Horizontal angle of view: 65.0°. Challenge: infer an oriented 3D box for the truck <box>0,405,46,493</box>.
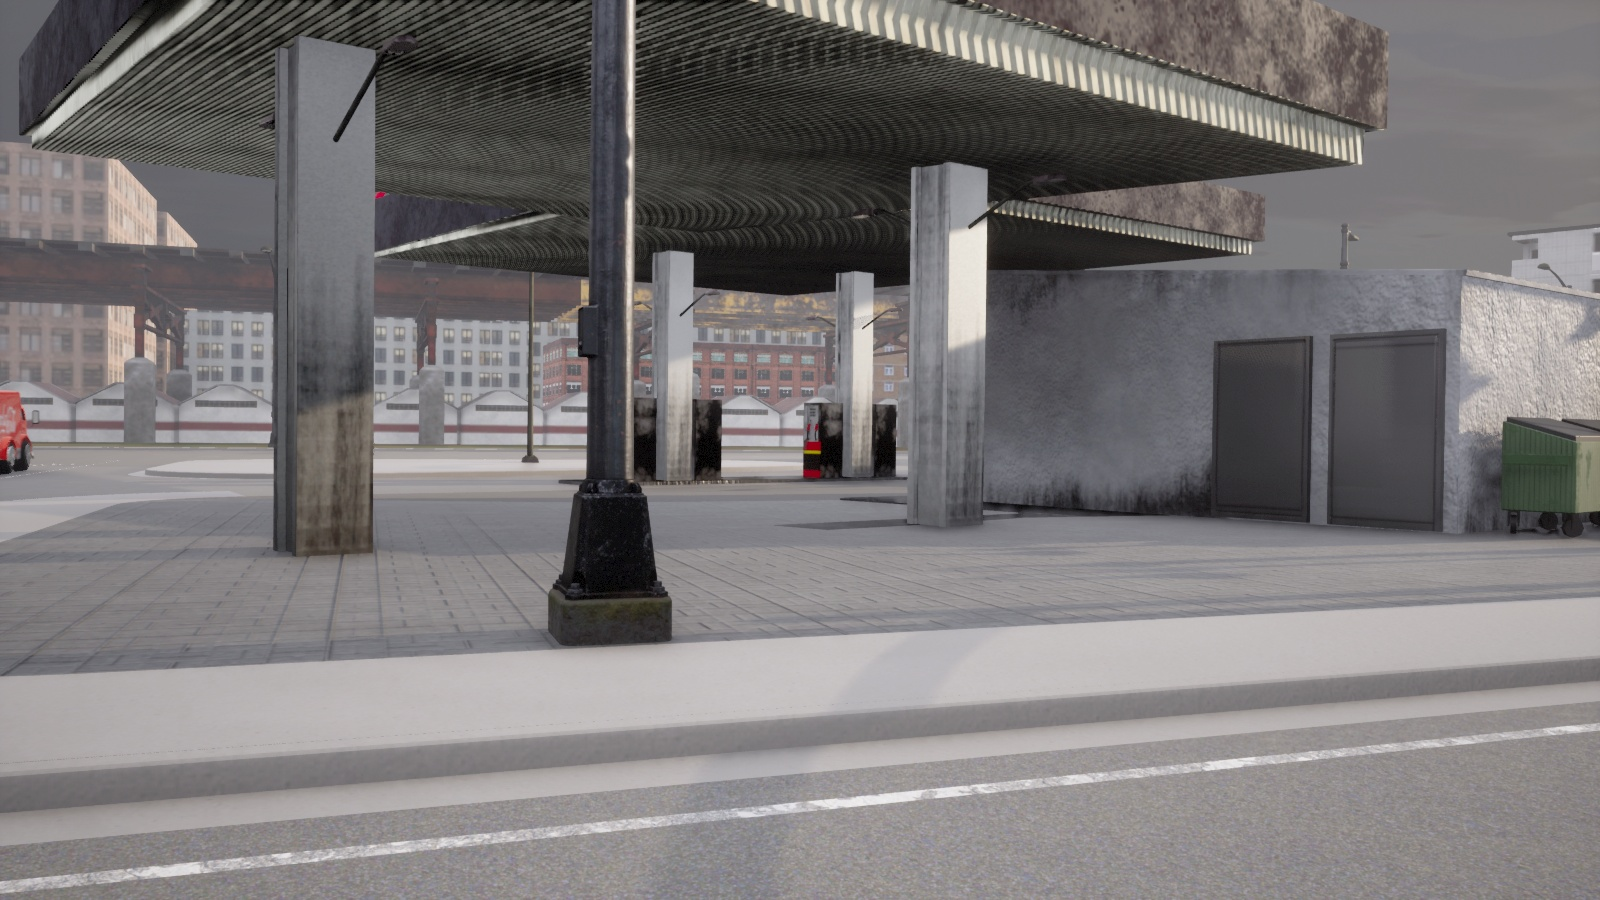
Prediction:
[{"bbox_3d":[-24.511,-0.030,37.281,2.627,2.467,5.204,-1,1,-19],"label":"truck"}]
